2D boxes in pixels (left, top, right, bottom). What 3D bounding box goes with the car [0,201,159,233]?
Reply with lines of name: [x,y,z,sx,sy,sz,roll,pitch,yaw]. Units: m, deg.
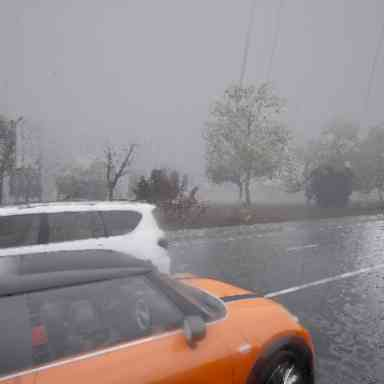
car: [-3.045,1.222,6.120,5.566,2.045,2.150,0,0,-35]

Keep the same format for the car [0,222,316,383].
car: [-0.894,1.353,3.109,4.553,1.767,2.097,0,0,-35]
